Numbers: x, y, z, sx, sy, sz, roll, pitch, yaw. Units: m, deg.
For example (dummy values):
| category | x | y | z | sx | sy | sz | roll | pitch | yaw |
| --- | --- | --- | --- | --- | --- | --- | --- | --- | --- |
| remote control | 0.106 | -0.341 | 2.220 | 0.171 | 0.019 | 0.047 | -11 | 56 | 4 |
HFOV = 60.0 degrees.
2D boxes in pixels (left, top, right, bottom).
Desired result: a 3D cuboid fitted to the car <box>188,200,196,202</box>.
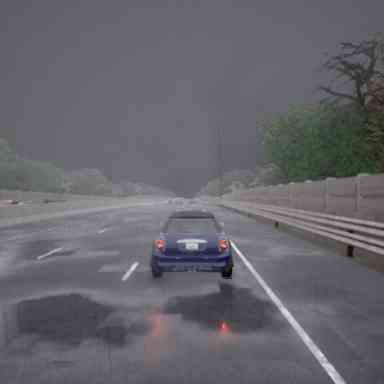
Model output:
| category | x | y | z | sx | sy | sz | roll | pitch | yaw |
| --- | --- | --- | --- | --- | --- | --- | --- | --- | --- |
| car | -0.025 | 2.844 | 89.745 | 1.812 | 1.442 | 4.674 | 0 | -2 | 0 |

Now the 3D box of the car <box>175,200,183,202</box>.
| category | x | y | z | sx | sy | sz | roll | pitch | yaw |
| --- | --- | --- | --- | --- | --- | --- | --- | --- | --- |
| car | -3.524 | 2.828 | 89.328 | 2.128 | 1.511 | 4.902 | 0 | -2 | 0 |

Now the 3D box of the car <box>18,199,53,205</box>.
| category | x | y | z | sx | sy | sz | roll | pitch | yaw |
| --- | --- | --- | --- | --- | --- | --- | --- | --- | --- |
| car | -17.512 | 1.593 | 38.352 | 2.097 | 1.767 | 4.553 | 0 | -1 | 0 |

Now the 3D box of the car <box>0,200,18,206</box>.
| category | x | y | z | sx | sy | sz | roll | pitch | yaw |
| --- | --- | --- | --- | --- | --- | --- | --- | --- | --- |
| car | -21.015 | 1.716 | 37.847 | 1.882 | 1.535 | 5.008 | 0 | -1 | 0 |

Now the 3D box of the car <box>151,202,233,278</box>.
| category | x | y | z | sx | sy | sz | roll | pitch | yaw |
| --- | --- | --- | --- | --- | --- | --- | --- | --- | --- |
| car | -0.003 | 1.362 | 10.325 | 2.097 | 1.767 | 4.553 | 0 | 0 | 0 |

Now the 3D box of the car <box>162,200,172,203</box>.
| category | x | y | z | sx | sy | sz | roll | pitch | yaw |
| --- | --- | --- | --- | --- | --- | --- | --- | --- | --- |
| car | -7.025 | 2.844 | 89.743 | 1.812 | 1.442 | 4.674 | 0 | -2 | 0 |
